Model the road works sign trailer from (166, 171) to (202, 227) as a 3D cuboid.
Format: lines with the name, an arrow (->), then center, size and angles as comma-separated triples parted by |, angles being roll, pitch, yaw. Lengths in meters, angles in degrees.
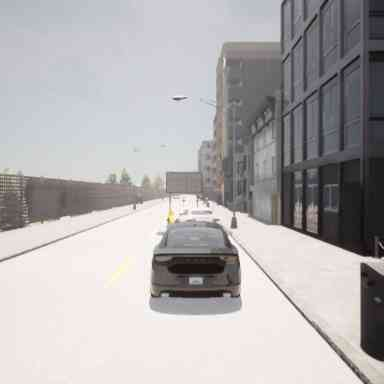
road works sign trailer -> -0.558, 0.458, 21.418 | 2.380, 3.560, 2.880 | 0, 0, -16

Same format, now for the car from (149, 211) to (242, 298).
car -> 0.073, 1.475, 8.560 | 1.882, 1.535, 5.008 | 0, 0, 0

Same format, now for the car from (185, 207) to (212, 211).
car -> 0.321, 1.536, 17.916 | 1.812, 1.442, 4.674 | 0, -1, -7
